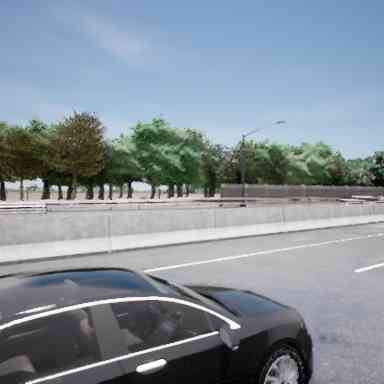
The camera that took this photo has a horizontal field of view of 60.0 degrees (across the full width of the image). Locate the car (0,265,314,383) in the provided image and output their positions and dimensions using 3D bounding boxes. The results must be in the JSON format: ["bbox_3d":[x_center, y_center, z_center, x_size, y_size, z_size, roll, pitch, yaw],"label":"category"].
[{"bbox_3d":[-0.844,1.503,3.147,4.892,1.490,1.837,0,0,-36],"label":"car"}]
